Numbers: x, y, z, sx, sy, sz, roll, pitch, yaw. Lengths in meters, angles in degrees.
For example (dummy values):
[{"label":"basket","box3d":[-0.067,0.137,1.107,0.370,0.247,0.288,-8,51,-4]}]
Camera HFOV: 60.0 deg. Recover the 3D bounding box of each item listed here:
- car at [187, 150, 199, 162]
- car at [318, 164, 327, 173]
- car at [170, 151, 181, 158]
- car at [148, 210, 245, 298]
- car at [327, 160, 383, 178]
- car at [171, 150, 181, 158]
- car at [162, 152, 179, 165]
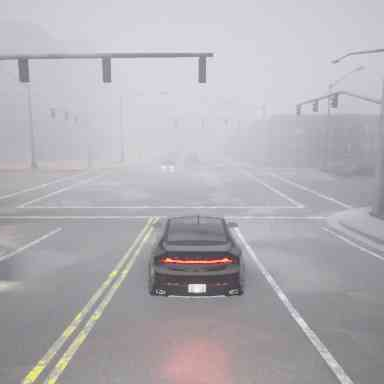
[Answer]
[{"label":"car","box3d":[0.177,-6.197,58.991,1.837,1.490,4.892,0,9,0]},{"label":"car","box3d":[16.323,-2.721,36.244,4.902,1.511,2.128,0,9,0]},{"label":"car","box3d":[-3.487,-6.625,60.779,2.097,1.767,4.553,0,9,0]},{"label":"car","box3d":[0.083,1.204,7.984,1.837,1.490,4.892,0,4,0]},{"label":"car","box3d":[16.687,-2.135,32.794,5.357,1.411,2.033,0,9,2]},{"label":"car","box3d":[-3.405,-8.060,70.957,1.882,1.535,5.008,0,9,0]},{"label":"car","box3d":[-3.529,-4.871,50.648,2.033,1.411,5.357,0,9,0]}]
